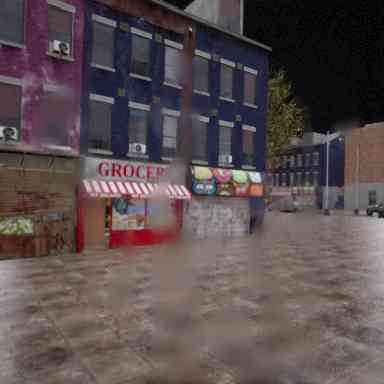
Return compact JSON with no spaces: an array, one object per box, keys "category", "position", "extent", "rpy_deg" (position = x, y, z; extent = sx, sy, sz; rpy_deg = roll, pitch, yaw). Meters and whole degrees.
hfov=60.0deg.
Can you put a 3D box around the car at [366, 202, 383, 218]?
[{"category":"car","position":[16.674,1.534,26.798],"extent":[1.837,1.490,4.892],"rpy_deg":[2,-2,-34]}]

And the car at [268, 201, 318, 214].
[{"category":"car","position":[10.596,1.657,35.446],"extent":[2.033,1.411,5.357],"rpy_deg":[2,-2,-35]}]
